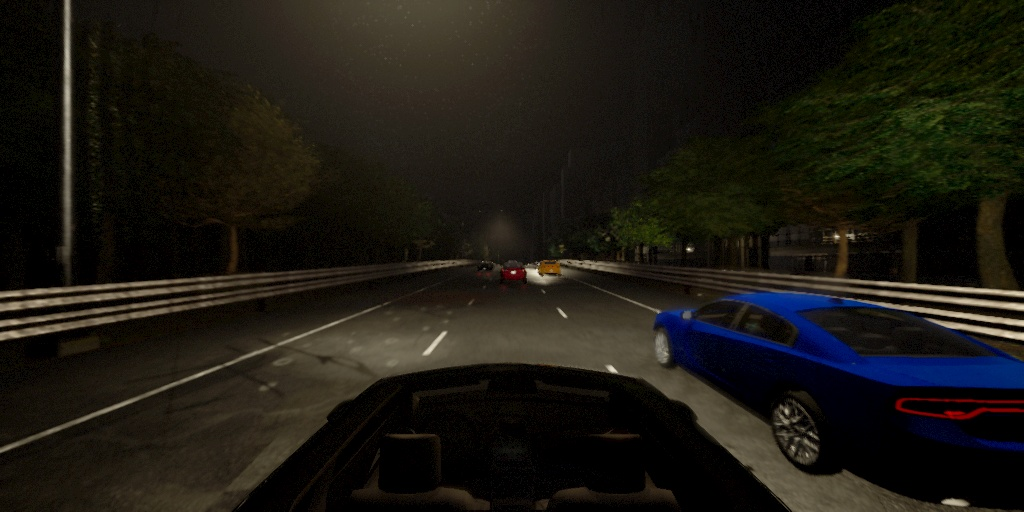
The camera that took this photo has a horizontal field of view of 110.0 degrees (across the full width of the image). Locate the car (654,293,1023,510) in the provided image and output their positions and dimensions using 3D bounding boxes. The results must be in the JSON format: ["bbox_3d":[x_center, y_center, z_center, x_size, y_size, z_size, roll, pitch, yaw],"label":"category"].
[{"bbox_3d":[3.600,1.228,4.805,1.882,1.535,5.008,0,0,0],"label":"car"}]

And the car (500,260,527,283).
[{"bbox_3d":[0.099,1.211,27.902,2.163,1.488,4.792,0,0,0],"label":"car"}]

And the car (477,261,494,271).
[{"bbox_3d":[-3.403,1.293,46.911,1.895,1.301,4.718,0,0,0],"label":"car"}]

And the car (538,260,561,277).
[{"bbox_3d":[3.598,1.166,35.241,1.882,1.535,5.008,0,0,0],"label":"car"}]
